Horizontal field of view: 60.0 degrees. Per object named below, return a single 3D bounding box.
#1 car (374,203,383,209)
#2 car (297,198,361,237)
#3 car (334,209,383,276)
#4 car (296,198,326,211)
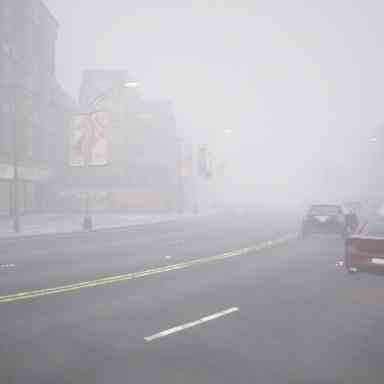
[{"bbox_3d":[14.410,1.516,24.114,1.812,1.442,4.674,0,0,23],"label":"car"},{"bbox_3d":[7.278,1.343,17.391,2.097,1.767,4.553,0,0,33],"label":"car"},{"bbox_3d":[6.007,1.474,9.658,1.882,1.535,5.008,0,0,41],"label":"car"},{"bbox_3d":[14.777,1.523,41.773,2.033,1.411,5.357,0,0,2],"label":"car"}]
